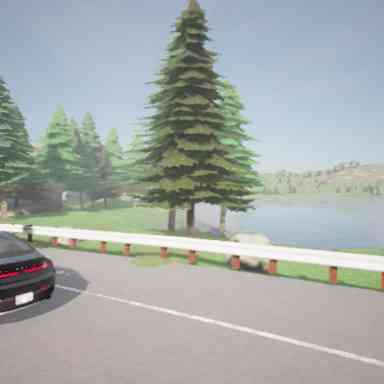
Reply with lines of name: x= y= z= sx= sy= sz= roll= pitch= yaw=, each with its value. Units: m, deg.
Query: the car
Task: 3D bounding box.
car: x=-4.852 y=1.501 z=6.669 sx=4.892 sy=1.490 sz=1.837 roll=0 pitch=0 yaw=30
